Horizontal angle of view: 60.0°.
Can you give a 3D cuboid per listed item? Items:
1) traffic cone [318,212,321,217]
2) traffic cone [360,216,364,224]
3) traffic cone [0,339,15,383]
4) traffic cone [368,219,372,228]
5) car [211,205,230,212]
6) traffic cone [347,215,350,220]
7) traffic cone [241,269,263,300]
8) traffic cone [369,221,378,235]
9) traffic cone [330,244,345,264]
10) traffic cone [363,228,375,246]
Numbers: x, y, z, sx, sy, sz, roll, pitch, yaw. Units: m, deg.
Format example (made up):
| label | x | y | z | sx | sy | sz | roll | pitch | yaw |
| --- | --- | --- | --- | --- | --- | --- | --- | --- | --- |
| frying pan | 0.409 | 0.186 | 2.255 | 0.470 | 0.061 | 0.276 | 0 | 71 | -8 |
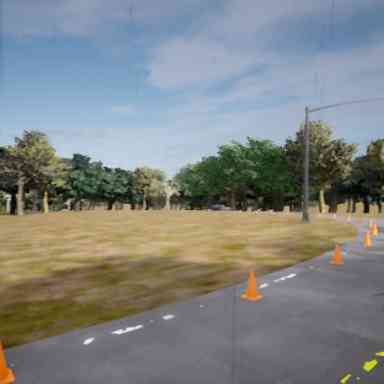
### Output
| label | x | y | z | sx | sy | sz | roll | pitch | yaw |
| --- | --- | --- | --- | --- | --- | --- | --- | --- | --- |
| traffic cone | 15.632 | 2.744 | 40.762 | 0.340 | 0.580 | 0.340 | 1 | -2 | -1 |
| traffic cone | 13.654 | 2.234 | 26.806 | 0.340 | 0.580 | 0.340 | 1 | -1 | 17 |
| traffic cone | -2.343 | 1.961 | 3.986 | 0.340 | 0.580 | 0.340 | -1 | 0 | -37 |
| traffic cone | 12.037 | 2.113 | 22.374 | 0.340 | 0.580 | 0.340 | 1 | -1 | 23 |
| car | 6.069 | 3.460 | 71.681 | 2.128 | 1.511 | 4.902 | 2 | -3 | -37 |
| traffic cone | 14.800 | 2.383 | 31.381 | 0.340 | 0.580 | 0.340 | 1 | -2 | 11 |
| traffic cone | 1.273 | 1.925 | 7.022 | 0.340 | 0.580 | 0.340 | 0 | 0 | -43 |
| traffic cone | 9.965 | 2.019 | 18.135 | 0.340 | 0.580 | 0.340 | 1 | -1 | 29 |
| traffic cone | 4.554 | 1.924 | 10.417 | 0.340 | 0.580 | 0.340 | 0 | 0 | 41 |
| traffic cone | 7.461 | 1.956 | 14.135 | 0.340 | 0.580 | 0.340 | 0 | 0 | 35 |
